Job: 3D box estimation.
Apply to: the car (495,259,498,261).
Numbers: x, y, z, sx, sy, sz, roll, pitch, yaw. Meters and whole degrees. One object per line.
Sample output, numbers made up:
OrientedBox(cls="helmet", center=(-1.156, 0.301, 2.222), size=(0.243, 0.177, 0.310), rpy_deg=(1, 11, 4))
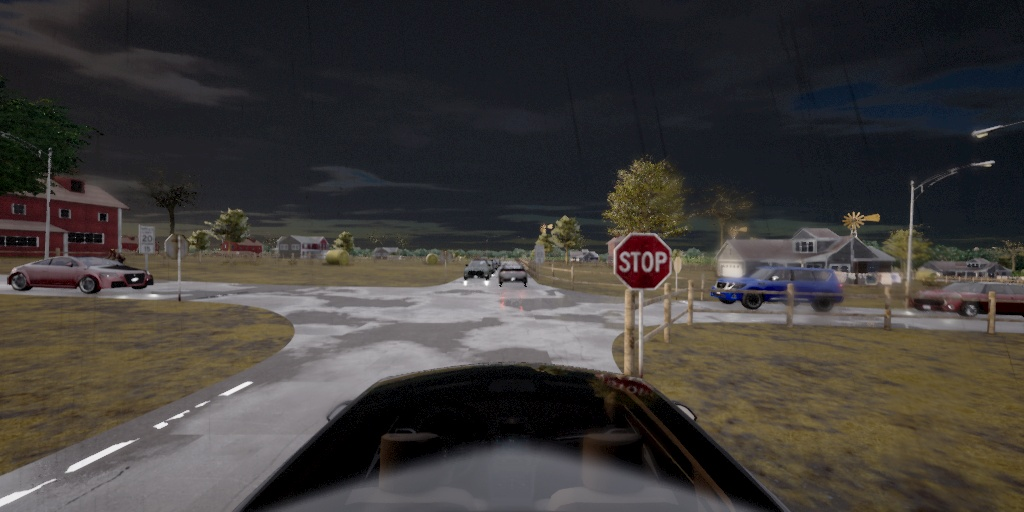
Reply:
OrientedBox(cls="car", center=(-2.915, 1.252, 41.025), size=(1.837, 1.490, 4.892), rpy_deg=(0, 0, 0))

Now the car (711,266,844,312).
OrientedBox(cls="car", center=(12.852, 1.519, 17.506), size=(5.566, 2.045, 2.150), rpy_deg=(2, 0, 0))

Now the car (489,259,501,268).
OrientedBox(cls="car", center=(-2.878, 1.268, 61.634), size=(1.837, 1.490, 4.892), rpy_deg=(0, 0, 0))

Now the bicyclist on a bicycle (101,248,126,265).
OrientedBox(cls="bicyclist on a bicycle", center=(-22.655, 0.395, 20.423), size=(0.582, 1.620, 1.656), rpy_deg=(2, 0, 0))

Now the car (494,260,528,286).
OrientedBox(cls="car", center=(0.063, 1.238, 24.814), size=(2.128, 1.511, 4.902), rpy_deg=(0, 0, 0))

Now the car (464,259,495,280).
OrientedBox(cls="car", center=(-2.907, 1.099, 31.123), size=(2.097, 1.767, 4.553), rpy_deg=(0, 0, 0))

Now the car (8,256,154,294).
OrientedBox(cls="car", center=(-17.185, 0.699, 14.453), size=(4.181, 1.385, 1.994), rpy_deg=(2, 0, 0))

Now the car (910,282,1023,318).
OrientedBox(cls="car", center=(22.563, 2.035, 17.532), size=(4.553, 1.767, 2.097), rpy_deg=(2, 0, 0))
